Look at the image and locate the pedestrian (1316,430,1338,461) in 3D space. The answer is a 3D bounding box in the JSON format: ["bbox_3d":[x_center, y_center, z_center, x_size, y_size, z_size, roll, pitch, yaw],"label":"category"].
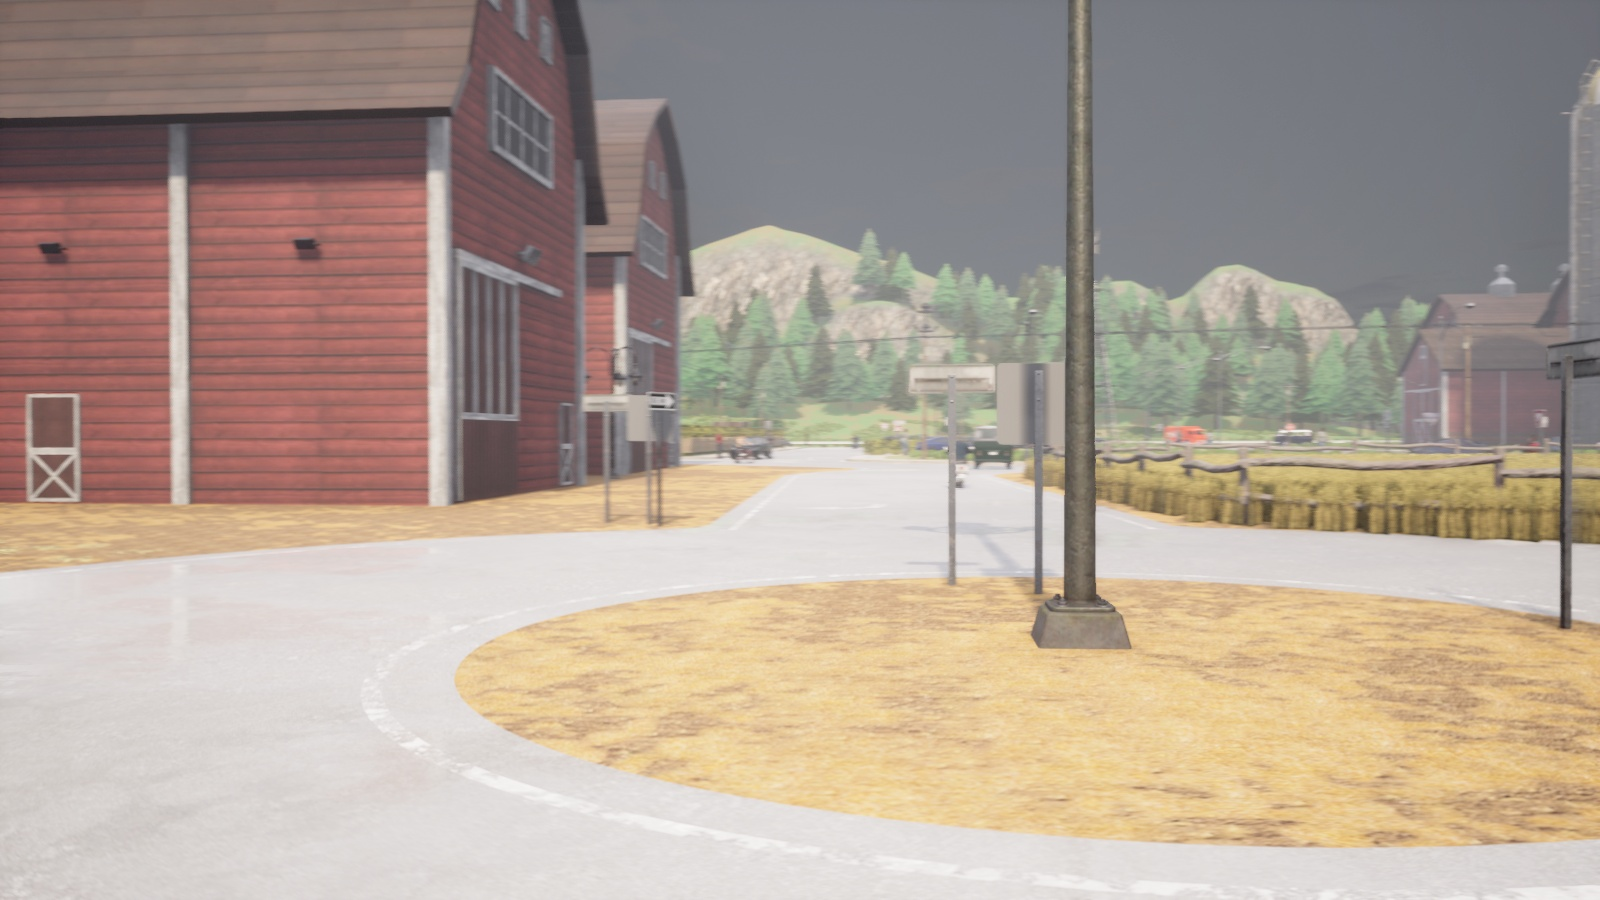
[{"bbox_3d":[32.775,-0.283,78.053,0.874,1.855,0.900,0,1,-13],"label":"pedestrian"}]

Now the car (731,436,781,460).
[{"bbox_3d":[-2.817,-0.161,81.714,2.163,1.488,4.792,1,0,12],"label":"car"}]

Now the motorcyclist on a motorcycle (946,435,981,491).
[{"bbox_3d":[4.826,0.365,37.111,0.866,1.590,1.817,0,1,2],"label":"motorcyclist on a motorcycle"}]

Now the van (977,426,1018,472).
[{"bbox_3d":[9.050,-0.072,57.735,1.775,1.987,4.442,1,1,8],"label":"van"}]

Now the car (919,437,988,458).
[{"bbox_3d":[11.102,-0.174,91.121,4.674,1.442,1.812,0,1,-6],"label":"car"}]

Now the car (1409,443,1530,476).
[{"bbox_3d":[29.043,0.387,54.561,4.181,1.385,1.994,0,1,5],"label":"car"}]
